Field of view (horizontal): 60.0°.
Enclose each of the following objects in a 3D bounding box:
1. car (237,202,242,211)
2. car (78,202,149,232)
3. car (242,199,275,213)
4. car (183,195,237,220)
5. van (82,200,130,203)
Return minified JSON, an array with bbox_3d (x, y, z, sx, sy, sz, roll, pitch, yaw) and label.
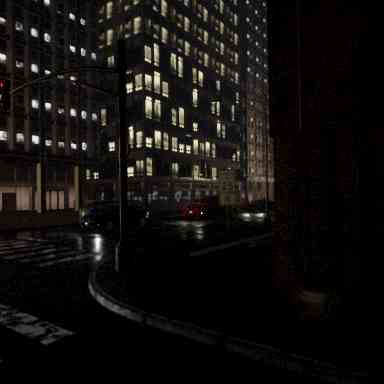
[{"bbox_3d":[6.771,1.688,41.427,1.752,1.417,4.829,-2,-1,36],"label":"car"},{"bbox_3d":[-4.712,1.571,20.981,1.837,1.490,4.892,-1,-1,33],"label":"car"},{"bbox_3d":[8.142,1.587,38.868,1.882,1.535,5.008,-1,-1,36],"label":"car"},{"bbox_3d":[1.503,1.308,29.627,2.150,2.045,5.566,-1,-1,36],"label":"car"},{"bbox_3d":[-6.059,1.460,23.514,1.690,1.788,3.998,-2,-1,36],"label":"van"}]
